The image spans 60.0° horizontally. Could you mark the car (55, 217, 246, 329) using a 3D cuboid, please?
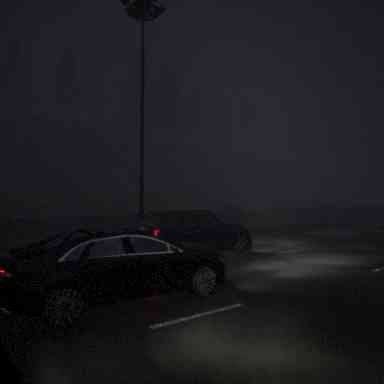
[{"bbox_3d":[-1.453,1.504,6.986,4.902,1.511,2.128,0,0,-35],"label":"car"}]

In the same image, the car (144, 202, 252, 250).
[{"bbox_3d":[0.099,1.388,12.337,4.553,1.767,2.097,1,0,-35],"label":"car"}]

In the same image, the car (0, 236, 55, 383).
[{"bbox_3d":[-3.671,1.206,1.120,5.566,2.045,2.150,0,0,-36],"label":"car"}]

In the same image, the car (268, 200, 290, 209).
[{"bbox_3d":[12.610,1.772,46.766,4.181,1.385,1.994,1,0,-35],"label":"car"}]

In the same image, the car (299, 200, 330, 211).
[{"bbox_3d":[16.824,1.790,45.487,4.181,1.385,1.994,0,0,-36],"label":"car"}]

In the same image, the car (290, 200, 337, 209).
[{"bbox_3d":[12.842,1.718,34.105,5.357,1.411,2.033,0,0,-35],"label":"car"}]

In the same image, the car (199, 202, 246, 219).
[{"bbox_3d":[2.927,1.673,31.530,4.181,1.385,1.994,0,0,-34],"label":"car"}]
